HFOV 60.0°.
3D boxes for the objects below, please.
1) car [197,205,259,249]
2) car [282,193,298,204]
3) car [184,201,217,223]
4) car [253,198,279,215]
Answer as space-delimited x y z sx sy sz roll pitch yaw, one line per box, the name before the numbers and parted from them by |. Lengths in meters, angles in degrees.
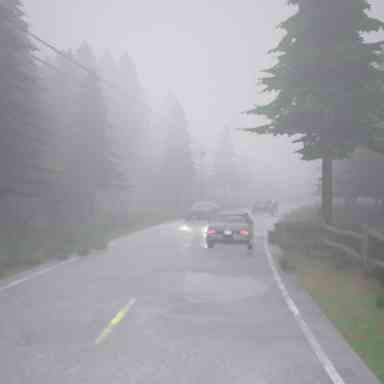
car | 1.797 1.535 14.665 2.033 1.411 5.357 0 0 11
car | 18.412 1.222 62.273 2.150 2.045 5.566 0 0 29
car | 0.910 1.447 25.062 1.882 1.535 5.008 0 0 17
car | 7.489 1.341 33.510 2.097 1.767 4.553 0 0 22
